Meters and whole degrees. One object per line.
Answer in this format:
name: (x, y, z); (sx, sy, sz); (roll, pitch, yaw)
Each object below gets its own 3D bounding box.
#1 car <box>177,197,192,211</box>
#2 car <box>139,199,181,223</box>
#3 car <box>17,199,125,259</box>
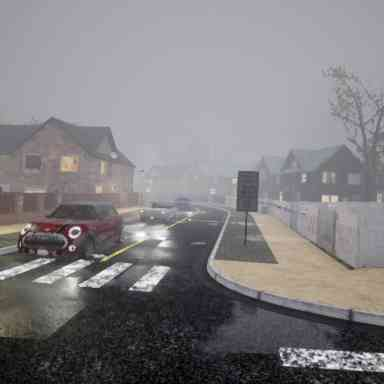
car: (-1.002, 1.273, 37.073); (1.882, 1.535, 5.008); (3, 0, 1)
car: (-2.335, 1.401, 24.058); (1.895, 1.301, 4.718); (3, 0, 7)
car: (-4.005, 1.159, 11.859); (2.097, 1.767, 4.553); (3, 0, 8)
